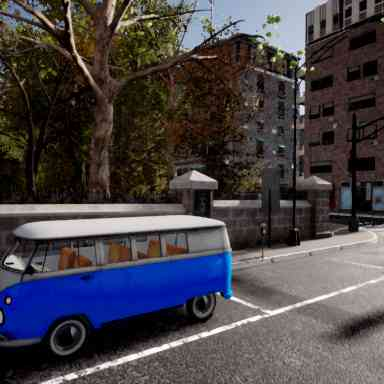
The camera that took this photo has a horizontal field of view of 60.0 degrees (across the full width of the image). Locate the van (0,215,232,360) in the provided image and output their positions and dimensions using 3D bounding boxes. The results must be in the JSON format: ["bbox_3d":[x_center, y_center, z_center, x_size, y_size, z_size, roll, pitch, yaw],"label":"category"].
[{"bbox_3d":[-1.154,1.342,5.677,3.998,1.788,1.690,0,1,-36],"label":"van"}]
